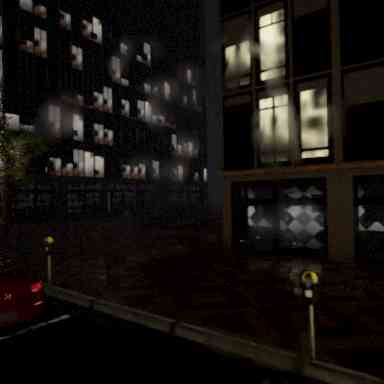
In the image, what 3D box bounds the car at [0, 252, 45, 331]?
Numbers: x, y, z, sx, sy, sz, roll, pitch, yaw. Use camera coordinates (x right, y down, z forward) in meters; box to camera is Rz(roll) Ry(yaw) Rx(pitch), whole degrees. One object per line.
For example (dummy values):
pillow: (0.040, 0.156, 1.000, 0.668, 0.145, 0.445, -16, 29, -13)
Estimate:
car: (-4.263, 1.605, 5.894, 4.206, 1.307, 1.802, 0, -1, 36)
